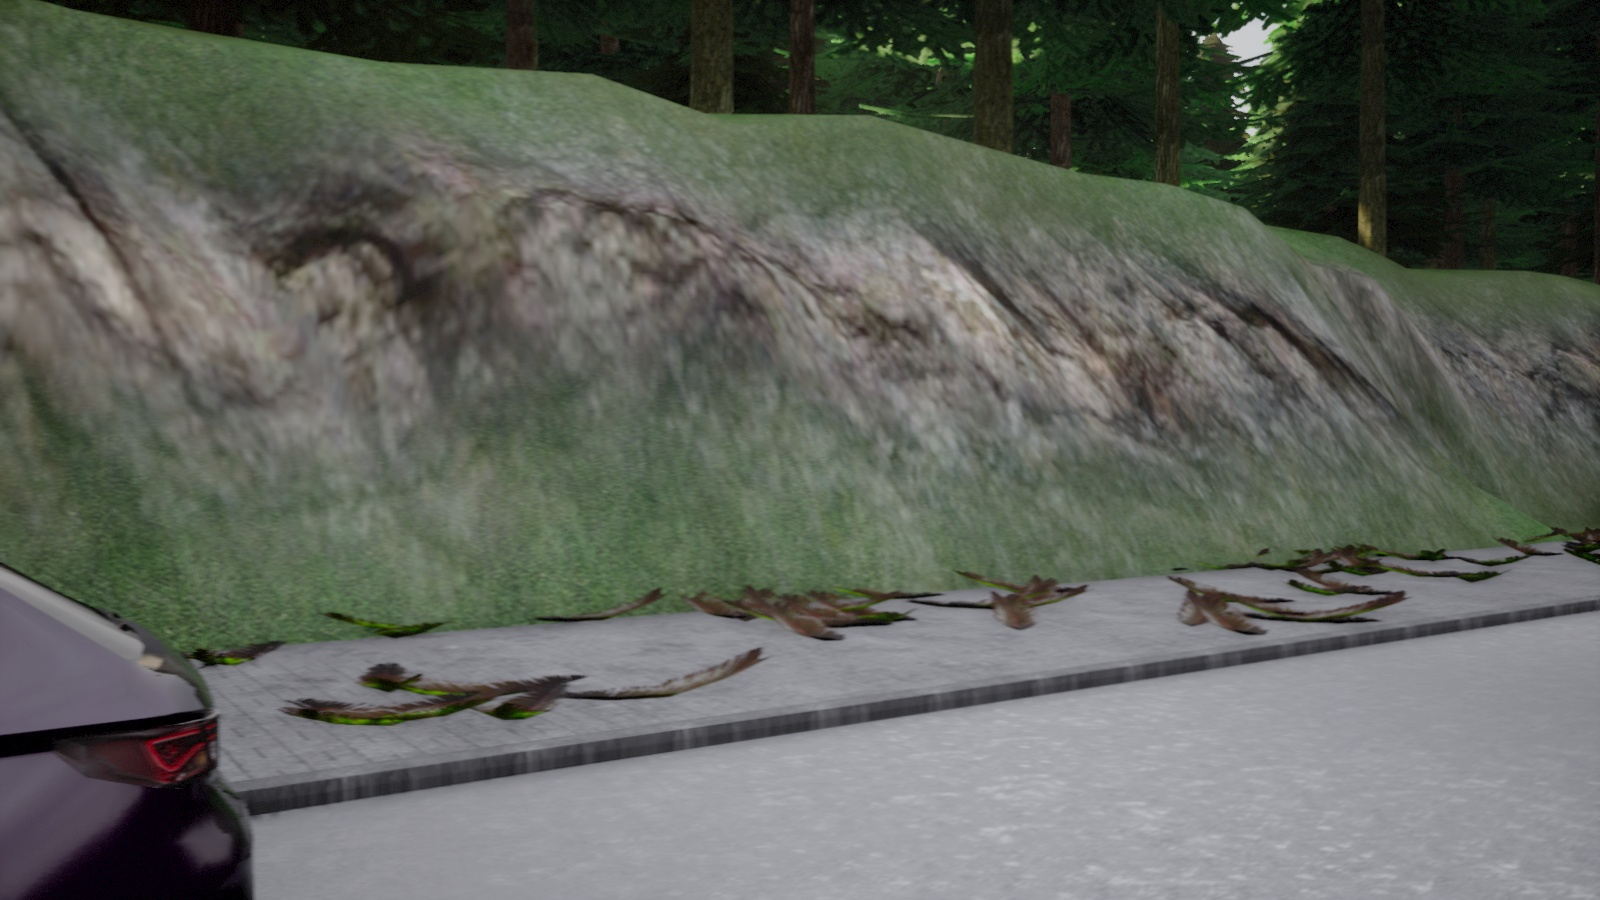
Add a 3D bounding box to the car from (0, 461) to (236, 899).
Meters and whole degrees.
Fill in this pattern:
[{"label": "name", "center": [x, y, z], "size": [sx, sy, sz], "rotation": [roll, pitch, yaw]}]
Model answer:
[{"label": "car", "center": [-3.322, 0.770, 1.958], "size": [4.193, 1.474, 1.816], "rotation": [0, 0, -35]}]
